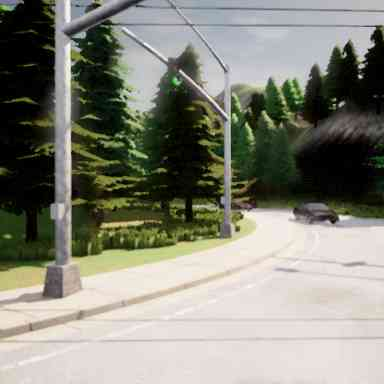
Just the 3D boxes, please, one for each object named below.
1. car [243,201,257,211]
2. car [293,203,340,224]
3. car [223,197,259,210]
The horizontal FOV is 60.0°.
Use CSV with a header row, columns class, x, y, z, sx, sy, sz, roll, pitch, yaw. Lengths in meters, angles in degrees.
class,x,y,z,sx,sy,sz,roll,pitch,yaw
car,5.103,1.491,39.083,1.812,1.442,4.674,0,0,-30
car,9.071,1.520,24.799,2.033,1.411,5.357,0,0,1
car,6.390,1.438,43.879,1.882,1.535,5.008,0,0,-32
